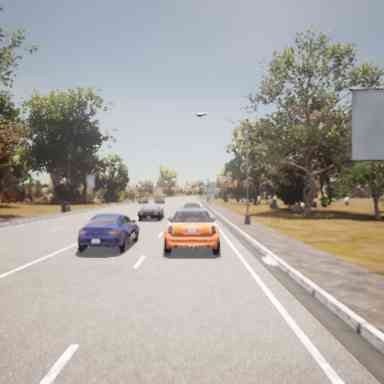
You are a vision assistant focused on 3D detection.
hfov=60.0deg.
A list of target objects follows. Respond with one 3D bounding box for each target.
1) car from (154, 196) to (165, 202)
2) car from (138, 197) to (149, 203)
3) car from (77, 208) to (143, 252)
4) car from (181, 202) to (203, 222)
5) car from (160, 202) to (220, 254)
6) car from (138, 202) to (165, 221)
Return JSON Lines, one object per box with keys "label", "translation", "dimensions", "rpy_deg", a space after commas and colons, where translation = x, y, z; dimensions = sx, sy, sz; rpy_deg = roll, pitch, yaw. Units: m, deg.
{"label": "car", "translation": [-7.001, 1.713, 71.753], "dimensions": [2.097, 1.767, 4.553], "rpy_deg": [0, 0, 0]}
{"label": "car", "translation": [-10.502, 1.883, 71.722], "dimensions": [2.128, 1.511, 4.902], "rpy_deg": [0, 0, 0]}
{"label": "car", "translation": [-3.494, 1.635, 14.404], "dimensions": [1.812, 1.442, 4.674], "rpy_deg": [0, 0, 0]}
{"label": "car", "translation": [0.005, 1.688, 29.323], "dimensions": [1.837, 1.490, 4.892], "rpy_deg": [0, 0, 0]}
{"label": "car", "translation": [0.003, 1.458, 14.105], "dimensions": [2.097, 1.767, 4.553], "rpy_deg": [0, -1, 0]}
{"label": "car", "translation": [-3.498, 1.780, 29.125], "dimensions": [1.895, 1.301, 4.718], "rpy_deg": [0, 0, 0]}
